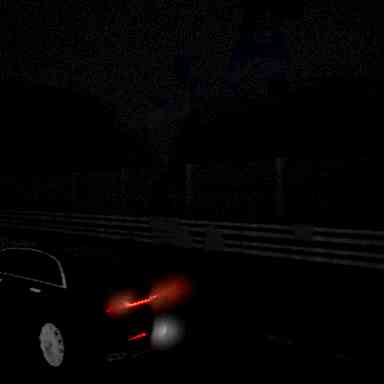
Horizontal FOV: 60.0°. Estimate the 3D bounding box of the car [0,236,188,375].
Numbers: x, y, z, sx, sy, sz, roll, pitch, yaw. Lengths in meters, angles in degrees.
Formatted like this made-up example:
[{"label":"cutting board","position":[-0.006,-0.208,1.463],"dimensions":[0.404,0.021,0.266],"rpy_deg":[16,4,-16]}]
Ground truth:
[{"label":"car","position":[-2.342,1.523,5.659],"dimensions":[4.892,1.490,1.837],"rpy_deg":[0,0,36]}]
